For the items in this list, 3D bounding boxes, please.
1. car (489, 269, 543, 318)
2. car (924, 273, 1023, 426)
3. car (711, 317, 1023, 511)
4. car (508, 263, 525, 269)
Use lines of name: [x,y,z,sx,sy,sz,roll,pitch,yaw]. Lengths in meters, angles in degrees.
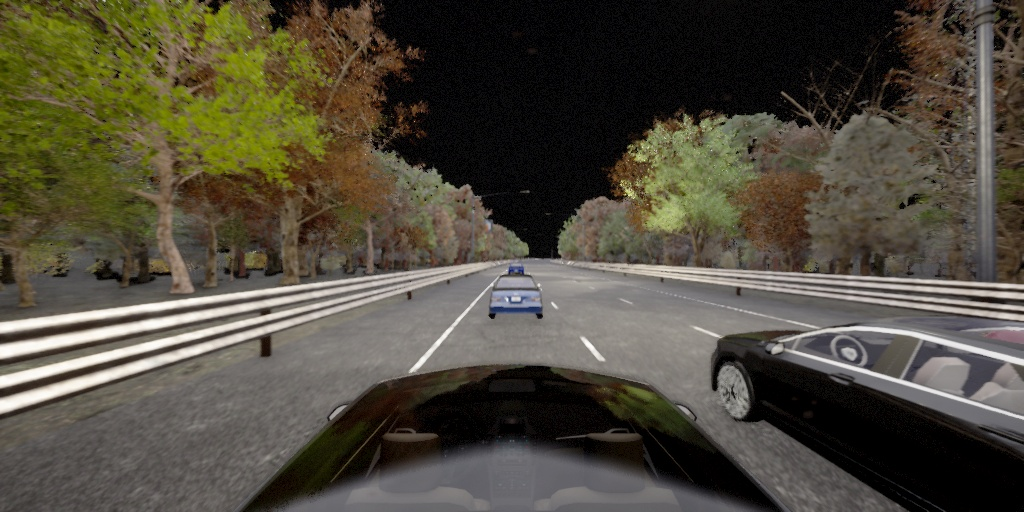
car: [0.137,1.384,13.481,2.033,1.411,5.357,0,0,0]
car: [7.107,1.112,2.988,2.097,1.767,4.553,0,-1,0]
car: [3.606,1.252,2.923,2.128,1.511,4.902,0,0,0]
car: [0.534,1.534,43.823,1.882,1.535,5.008,0,0,1]
